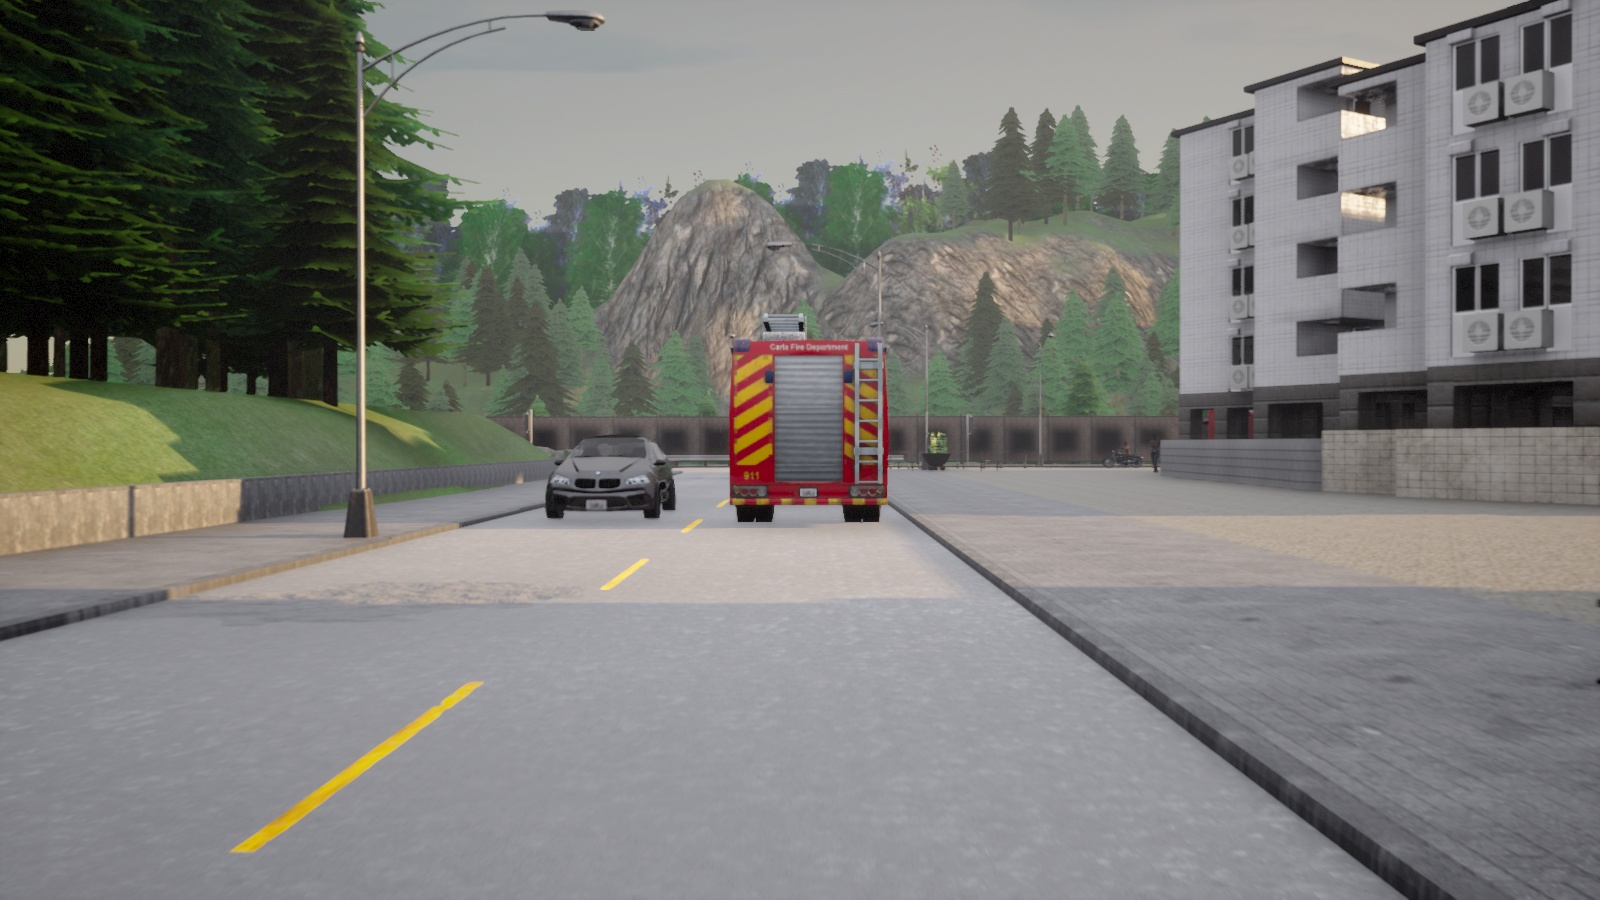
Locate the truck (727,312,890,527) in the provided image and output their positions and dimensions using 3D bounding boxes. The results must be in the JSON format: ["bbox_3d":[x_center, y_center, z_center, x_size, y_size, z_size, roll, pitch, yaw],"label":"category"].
[{"bbox_3d":[0.170,-0.568,26.590,2.891,3.827,8.468,0,0,0],"label":"truck"}]

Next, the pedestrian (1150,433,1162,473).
[{"bbox_3d":[16.103,0.149,56.804,0.328,1.805,0.869,0,0,28],"label":"pedestrian"}]

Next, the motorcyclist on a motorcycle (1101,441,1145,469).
[{"bbox_3d":[18.943,0.297,73.667,2.350,1.649,0.766,0,0,0],"label":"motorcyclist on a motorcycle"}]

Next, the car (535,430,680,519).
[{"bbox_3d":[-3.835,0.442,25.870,2.242,1.667,4.611,0,0,0],"label":"car"}]
